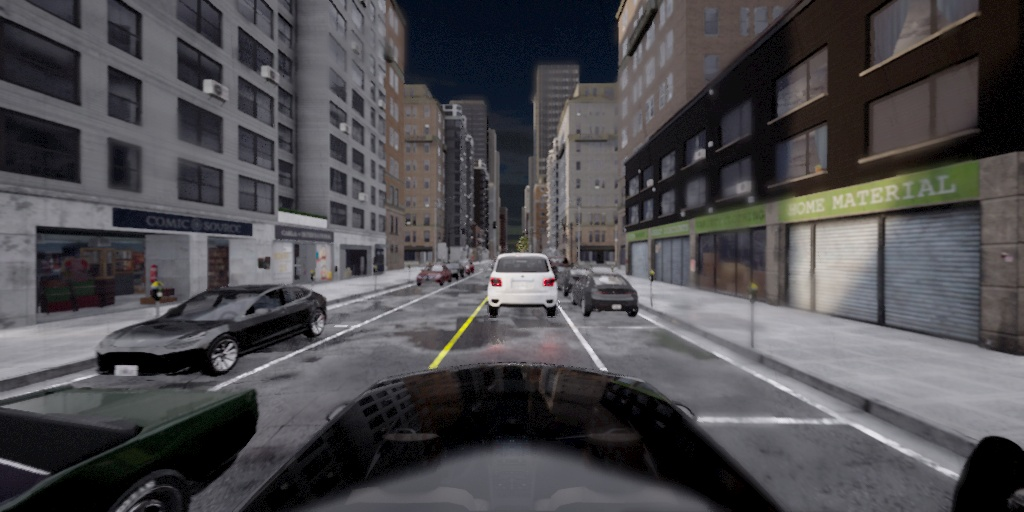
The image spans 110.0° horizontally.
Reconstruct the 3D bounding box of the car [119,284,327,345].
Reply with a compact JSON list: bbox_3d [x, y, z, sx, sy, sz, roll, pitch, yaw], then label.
[{"bbox_3d":[-5.552,1.285,7.397,1.948,1.339,4.313,0,0,2],"label":"car"}]

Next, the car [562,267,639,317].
[{"bbox_3d":[3.123,1.248,12.696,2.007,1.370,4.403,0,0,2],"label":"car"}]

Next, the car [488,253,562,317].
[{"bbox_3d":[0.379,0.916,13.118,2.150,2.045,5.566,0,0,2],"label":"car"}]

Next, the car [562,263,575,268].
[{"bbox_3d":[3.276,1.221,18.217,2.007,1.370,4.403,0,0,2],"label":"car"}]

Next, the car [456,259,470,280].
[{"bbox_3d":[-4.942,1.176,29.489,1.948,1.339,4.313,0,0,2],"label":"car"}]

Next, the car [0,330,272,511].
[{"bbox_3d":[-3.170,1.353,0.852,1.895,1.301,4.718,0,0,2],"label":"car"}]

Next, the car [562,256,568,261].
[{"bbox_3d":[3.581,0.931,29.260,2.192,1.841,5.009,0,0,2],"label":"car"}]

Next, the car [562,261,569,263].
[{"bbox_3d":[3.428,1.209,23.738,1.948,1.339,4.313,0,0,2],"label":"car"}]

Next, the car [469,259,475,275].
[{"bbox_3d":[-4.790,1.023,35.012,1.967,1.591,4.097,0,0,2],"label":"car"}]

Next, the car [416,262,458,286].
[{"bbox_3d":[-5.095,1.220,23.966,1.802,1.307,4.207,0,0,2],"label":"car"}]
